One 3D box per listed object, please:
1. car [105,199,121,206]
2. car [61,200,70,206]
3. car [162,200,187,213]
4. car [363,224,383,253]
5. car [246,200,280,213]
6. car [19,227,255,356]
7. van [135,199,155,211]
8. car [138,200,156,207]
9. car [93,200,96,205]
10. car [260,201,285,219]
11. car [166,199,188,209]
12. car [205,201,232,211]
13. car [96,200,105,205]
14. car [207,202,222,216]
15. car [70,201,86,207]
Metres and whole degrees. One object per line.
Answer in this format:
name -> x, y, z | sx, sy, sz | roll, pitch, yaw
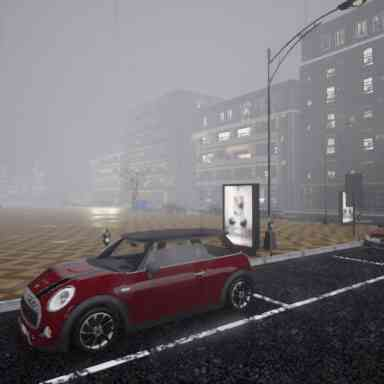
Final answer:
car -> -19.188, 2.551, 82.210 | 1.967, 1.590, 4.097 | -2, 0, -36
car -> -32.540, 2.879, 86.205 | 1.887, 1.381, 4.507 | -2, 0, -36
car -> -2.448, 2.131, 45.236 | 1.887, 1.381, 4.507 | -2, 0, -36
car -> 8.120, 1.590, 12.493 | 4.206, 1.307, 1.802 | 0, 0, -36
car -> 9.327, 1.846, 43.739 | 1.967, 1.590, 4.097 | -2, 0, -36
car -> -0.828, 1.442, 5.999 | 4.097, 1.590, 1.967 | 0, 0, -36
van -> -7.428, 2.051, 52.079 | 1.690, 1.788, 3.998 | -2, 0, -36
car -> -9.272, 2.447, 68.761 | 1.802, 1.307, 4.206 | -2, 0, -36
car -> -25.794, 2.820, 91.176 | 1.887, 1.381, 4.507 | -2, 0, -36
car -> 7.007, 1.904, 32.330 | 2.008, 1.369, 4.403 | -1, 0, -36
car -> -2.664, 2.141, 59.798 | 1.967, 1.590, 4.097 | -2, 0, -36
car -> 4.008, 2.119, 50.876 | 1.802, 1.307, 4.206 | -2, 0, -36
car -> -22.489, 2.759, 86.693 | 1.947, 1.339, 4.313 | -2, 0, -36
car -> 3.703, 1.985, 36.813 | 2.008, 1.369, 4.403 | -2, 0, -36
car -> -25.931, 2.720, 77.239 | 2.008, 1.369, 4.403 | -2, 0, -36
